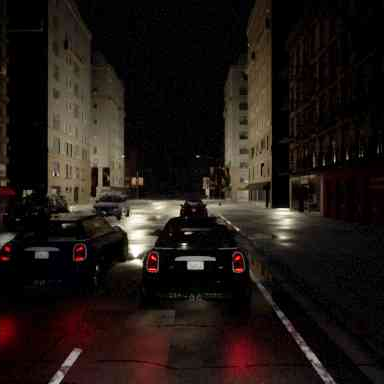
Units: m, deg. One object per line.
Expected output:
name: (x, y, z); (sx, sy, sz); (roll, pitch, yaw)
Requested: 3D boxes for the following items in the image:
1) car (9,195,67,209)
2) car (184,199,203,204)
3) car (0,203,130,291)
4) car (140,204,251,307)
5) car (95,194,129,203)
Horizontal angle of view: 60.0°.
car: (-9.841, 1.228, 21.536); (2.150, 2.045, 5.566); (0, 0, 0)
car: (0.118, 1.361, 26.112); (2.097, 1.767, 4.553); (0, 0, 0)
car: (-3.148, 1.353, 9.156); (2.097, 1.767, 4.553); (0, 0, 1)
car: (0.101, 1.353, 8.160); (2.097, 1.767, 4.553); (0, 0, 1)
car: (-6.585, 1.232, 27.596); (2.150, 2.045, 5.566); (0, 0, 0)
